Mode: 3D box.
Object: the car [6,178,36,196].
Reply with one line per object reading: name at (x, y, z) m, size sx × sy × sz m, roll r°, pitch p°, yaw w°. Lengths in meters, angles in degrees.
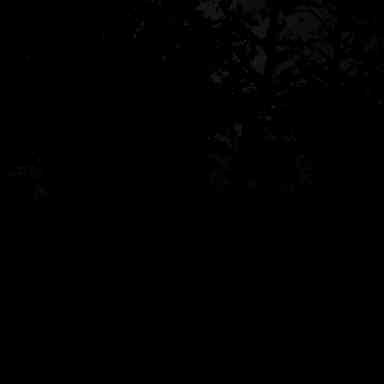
car at (-16.217, -0.621, 31.674) m, size 1.882 × 1.535 × 5.008 m, roll 5°, pitch 4°, yaw -16°
